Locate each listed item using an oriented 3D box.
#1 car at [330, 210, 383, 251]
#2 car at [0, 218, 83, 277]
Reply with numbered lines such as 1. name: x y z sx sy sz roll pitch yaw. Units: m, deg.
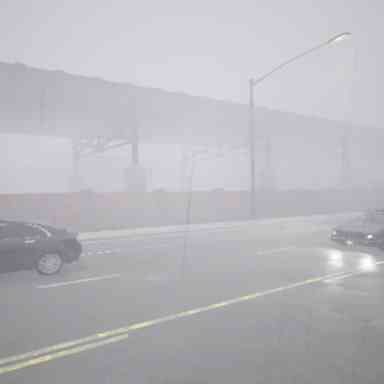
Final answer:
1. car: 8.095 1.502 14.053 5.357 1.411 2.033 0 0 -35
2. car: -5.415 1.502 8.722 4.892 1.490 1.837 0 0 -35
